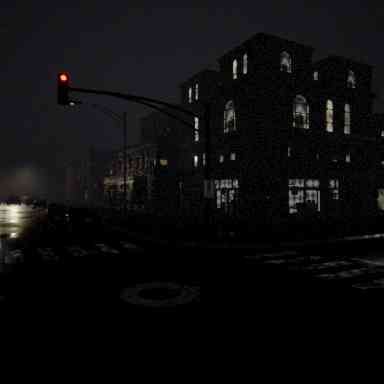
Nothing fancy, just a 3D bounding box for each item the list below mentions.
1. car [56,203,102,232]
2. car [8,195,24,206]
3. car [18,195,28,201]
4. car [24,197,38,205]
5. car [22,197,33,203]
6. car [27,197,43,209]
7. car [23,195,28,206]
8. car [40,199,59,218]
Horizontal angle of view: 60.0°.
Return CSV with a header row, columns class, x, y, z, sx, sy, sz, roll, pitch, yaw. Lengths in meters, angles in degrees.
class,x,y,z,sx,sy,sz,roll,pitch,yaw
car,-6.674,1.569,20.033,1.947,1.339,4.313,0,0,-29
car,-30.255,1.494,56.591,1.882,1.535,5.008,0,0,-29
car,-41.917,1.475,82.570,1.967,1.590,4.097,0,0,-29
car,-28.363,1.568,58.518,2.008,1.369,4.403,0,0,-29
car,-33.784,1.605,68.138,1.802,1.307,4.206,0,0,-29
car,-20.229,1.561,44.086,2.008,1.369,4.403,0,0,-29
car,-25.650,1.454,53.707,1.967,1.590,4.097,0,0,-29
car,-12.095,1.587,29.653,1.802,1.307,4.206,0,0,-29
